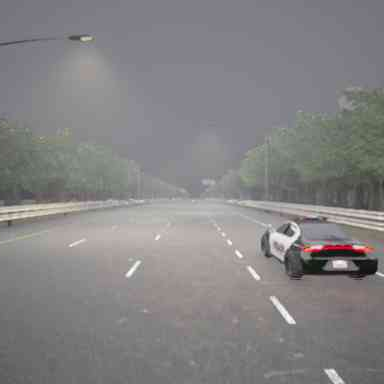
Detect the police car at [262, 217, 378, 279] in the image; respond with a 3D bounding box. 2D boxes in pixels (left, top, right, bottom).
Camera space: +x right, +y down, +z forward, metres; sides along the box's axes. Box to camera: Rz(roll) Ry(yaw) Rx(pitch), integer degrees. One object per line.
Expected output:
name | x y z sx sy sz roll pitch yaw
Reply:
police car | 3.511 1.556 10.319 2.038 1.542 4.974 0 0 0
